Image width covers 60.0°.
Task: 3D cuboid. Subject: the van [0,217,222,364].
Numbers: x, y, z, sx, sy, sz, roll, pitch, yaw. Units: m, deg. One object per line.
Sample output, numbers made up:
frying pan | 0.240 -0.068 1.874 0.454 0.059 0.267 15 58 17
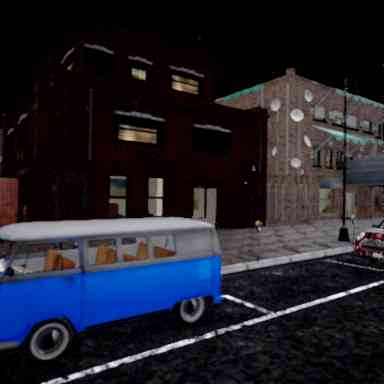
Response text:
van | -1.351 1.360 5.580 3.998 1.788 1.690 1 0 -35

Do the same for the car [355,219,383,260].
car | 7.676 1.561 12.014 4.097 1.590 1.967 1 0 -35
